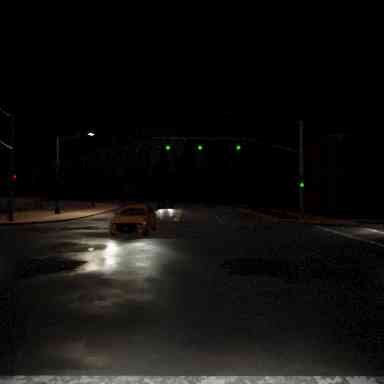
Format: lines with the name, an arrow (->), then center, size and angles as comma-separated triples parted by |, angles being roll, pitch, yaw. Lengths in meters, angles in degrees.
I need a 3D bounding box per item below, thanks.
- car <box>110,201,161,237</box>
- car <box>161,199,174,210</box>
car -> -3.089, 1.481, 18.350 | 1.882, 1.535, 5.008 | 0, 0, 1
car -> -3.410, 1.564, 43.291 | 1.994, 1.385, 4.181 | 0, 0, -6
